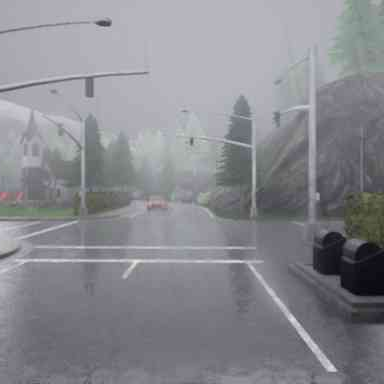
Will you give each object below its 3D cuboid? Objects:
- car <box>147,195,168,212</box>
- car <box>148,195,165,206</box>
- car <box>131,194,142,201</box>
[{"bbox_3d":[-3.784,1.195,36.884,2.097,1.767,4.553,0,0,-2],"label":"car"},{"bbox_3d":[-5.523,1.283,51.566,1.837,1.490,4.892,0,0,-15],"label":"car"},{"bbox_3d":[-11.567,1.070,67.088,1.994,1.385,4.181,0,0,-32],"label":"car"}]
